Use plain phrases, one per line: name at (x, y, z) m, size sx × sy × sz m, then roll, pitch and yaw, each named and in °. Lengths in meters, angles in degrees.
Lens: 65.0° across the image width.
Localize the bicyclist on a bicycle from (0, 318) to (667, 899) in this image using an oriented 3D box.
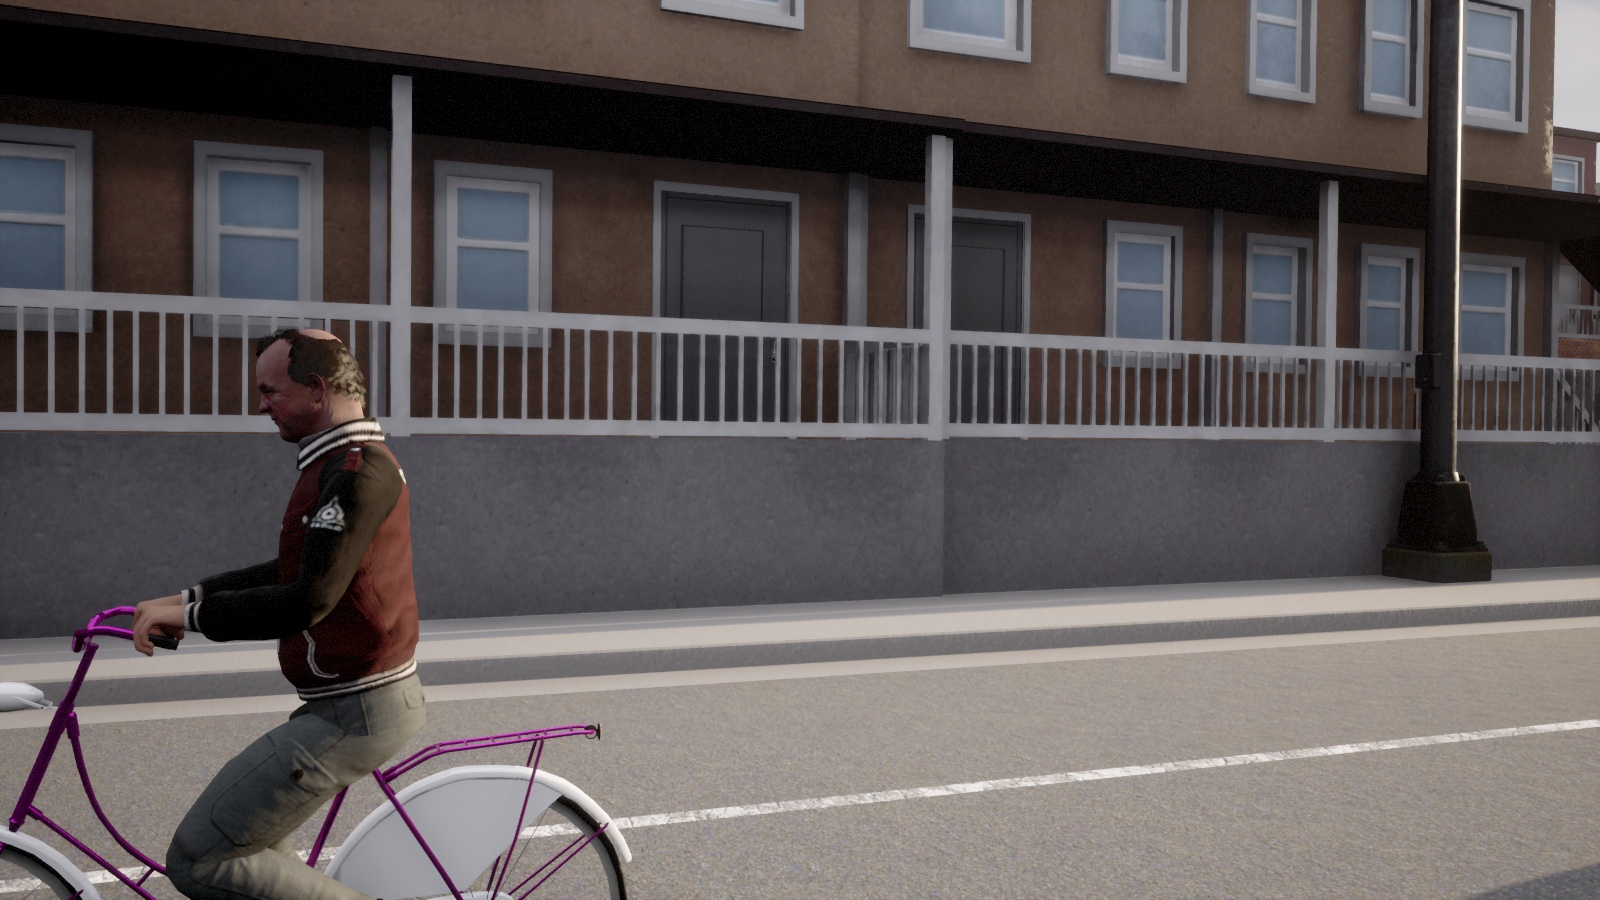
bicyclist on a bicycle at (-1.275, 0.638, 2.753) m, size 1.843 × 1.776 × 0.659 m, roll -1°, pitch 1°, yaw -21°
